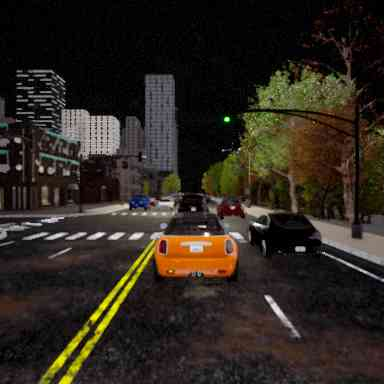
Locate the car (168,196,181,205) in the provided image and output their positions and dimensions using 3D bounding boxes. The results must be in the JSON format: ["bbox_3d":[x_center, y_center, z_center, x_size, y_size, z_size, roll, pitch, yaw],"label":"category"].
[{"bbox_3d":[-3.237,1.528,61.388,2.128,1.511,4.902,0,0,0],"label":"car"}]

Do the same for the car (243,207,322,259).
[{"bbox_3d":[3.351,1.515,12.710,1.837,1.490,4.892,0,0,0],"label":"car"}]

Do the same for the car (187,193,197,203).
[{"bbox_3d":[0.012,1.259,71.863,2.150,2.045,5.566,0,0,0],"label":"car"}]

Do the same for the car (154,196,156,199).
[{"bbox_3d":[-6.559,1.633,52.237,1.895,1.301,4.718,0,0,0],"label":"car"}]

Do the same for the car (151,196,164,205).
[{"bbox_3d":[-6.489,1.542,62.605,1.837,1.490,4.892,0,0,0],"label":"car"}]

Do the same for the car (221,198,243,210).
[{"bbox_3d":[3.355,1.373,29.616,2.097,1.767,4.553,0,0,0],"label":"car"}]

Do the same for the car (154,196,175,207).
[{"bbox_3d":[-3.336,1.553,42.081,1.812,1.442,4.674,0,0,0],"label":"car"}]

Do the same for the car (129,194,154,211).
[{"bbox_3d":[-6.583,1.249,42.426,2.150,2.045,5.566,0,0,0],"label":"car"}]

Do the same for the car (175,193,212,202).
[{"bbox_3d":[0.106,1.238,25.014,2.150,2.045,5.566,0,0,0],"label":"car"}]

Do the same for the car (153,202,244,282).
[{"bbox_3d":[0.083,1.360,9.952,2.097,1.767,4.553,0,0,0],"label":"car"}]

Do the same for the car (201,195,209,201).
[{"bbox_3d":[3.265,1.402,82.251,1.812,1.442,4.674,0,0,0],"label":"car"}]

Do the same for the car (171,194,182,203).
[{"bbox_3d":[-3.237,1.396,71.674,2.097,1.767,4.553,0,0,0],"label":"car"}]

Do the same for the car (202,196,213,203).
[{"bbox_3d":[3.262,1.573,71.832,2.033,1.411,5.357,0,0,0],"label":"car"}]
